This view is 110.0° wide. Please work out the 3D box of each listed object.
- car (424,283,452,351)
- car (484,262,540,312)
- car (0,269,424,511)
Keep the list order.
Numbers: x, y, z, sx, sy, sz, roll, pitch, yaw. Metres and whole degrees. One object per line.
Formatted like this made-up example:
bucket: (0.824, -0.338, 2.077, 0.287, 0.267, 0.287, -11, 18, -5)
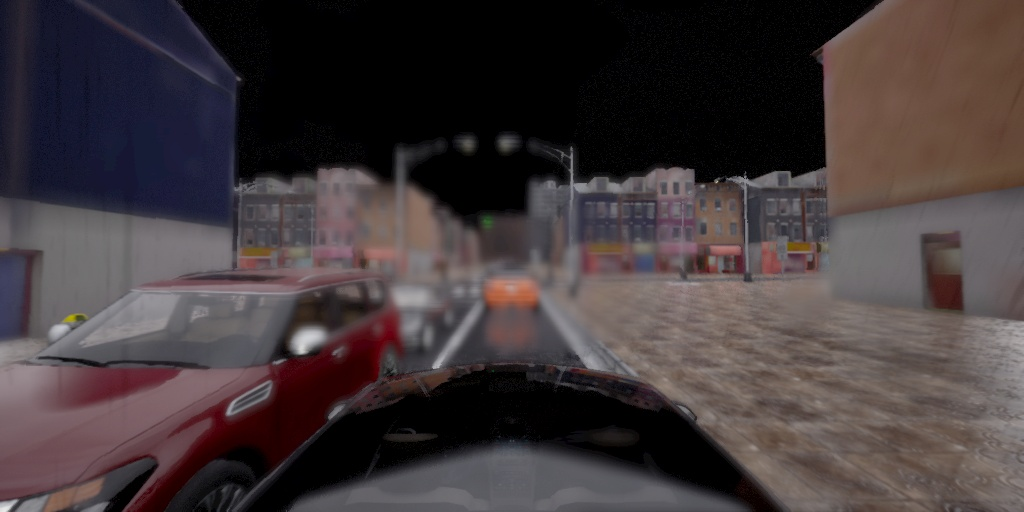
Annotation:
car: (-2.637, 1.381, 9.138, 2.007, 1.370, 4.403, 0, 0, 0)
car: (0.014, 1.251, 15.318, 2.097, 1.767, 4.553, 0, -1, 0)
car: (-2.637, 1.085, 3.604, 2.192, 1.841, 5.009, 0, 0, 0)
